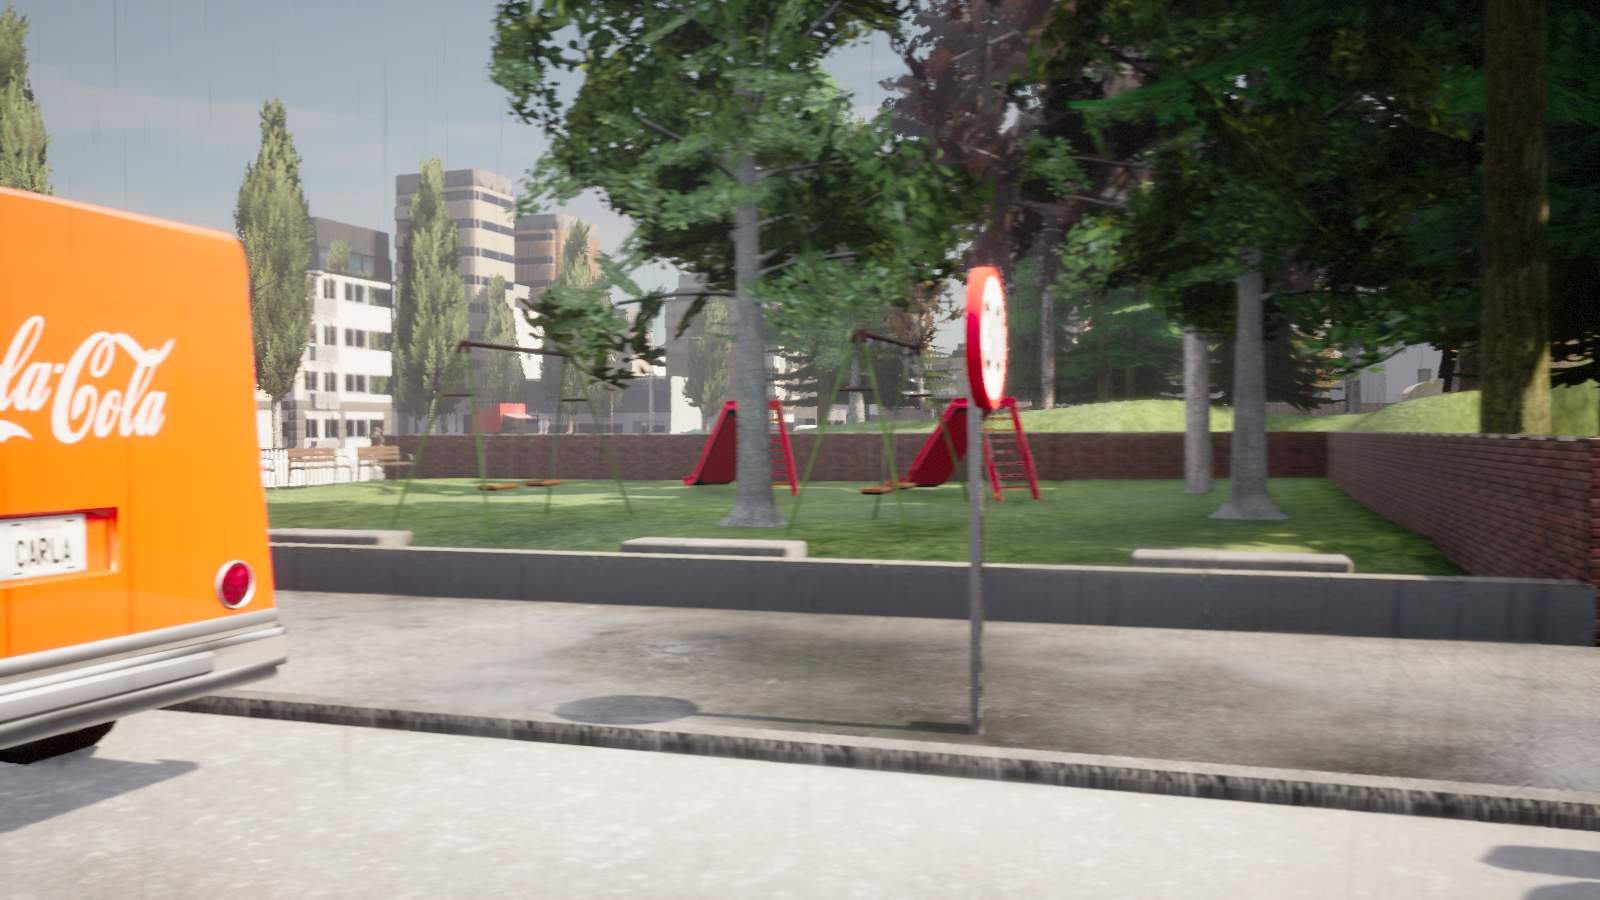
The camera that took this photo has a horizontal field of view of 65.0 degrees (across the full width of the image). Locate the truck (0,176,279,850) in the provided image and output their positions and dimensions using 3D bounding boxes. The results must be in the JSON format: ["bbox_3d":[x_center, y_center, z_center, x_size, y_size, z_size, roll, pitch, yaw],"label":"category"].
[{"bbox_3d":[-5.364,0.237,5.518,5.204,2.467,2.627,0,1,19],"label":"truck"}]
